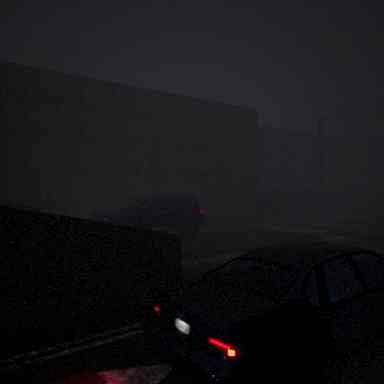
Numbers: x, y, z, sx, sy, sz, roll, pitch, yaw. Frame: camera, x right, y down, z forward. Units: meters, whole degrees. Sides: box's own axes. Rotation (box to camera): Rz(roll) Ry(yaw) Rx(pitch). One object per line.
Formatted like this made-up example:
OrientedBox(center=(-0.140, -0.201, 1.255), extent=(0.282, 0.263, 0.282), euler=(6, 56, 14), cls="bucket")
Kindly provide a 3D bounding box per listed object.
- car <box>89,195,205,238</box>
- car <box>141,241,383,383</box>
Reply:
OrientedBox(center=(-1.983, 1.149, 15.396), extent=(5.566, 2.045, 2.150), euler=(0, 0, -35), cls="car")
OrientedBox(center=(1.935, 1.501, 5.121), extent=(5.357, 1.411, 2.033), euler=(-1, 0, -35), cls="car")
